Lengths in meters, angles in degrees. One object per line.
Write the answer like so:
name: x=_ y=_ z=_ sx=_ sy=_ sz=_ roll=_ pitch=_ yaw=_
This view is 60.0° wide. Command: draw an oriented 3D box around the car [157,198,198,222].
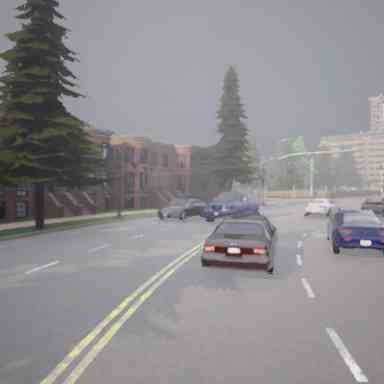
car: x=-0.553 y=1.171 z=23.447 sx=2.128 sy=1.511 sz=4.902 roll=1 pitch=1 yaw=29

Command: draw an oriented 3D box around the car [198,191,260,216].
car: x=2.835 y=0.940 z=22.382 sx=2.150 sy=2.045 sz=5.566 roll=1 pitch=0 yaw=30

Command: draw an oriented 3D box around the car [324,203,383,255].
car: x=6.187 y=1.392 z=12.564 sx=1.812 sy=1.442 sz=4.674 roll=0 pitch=1 yaw=19

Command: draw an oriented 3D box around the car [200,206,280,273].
car: x=1.680 y=1.416 z=10.347 sx=2.033 sy=1.411 sz=5.357 roll=1 pitch=1 yaw=16

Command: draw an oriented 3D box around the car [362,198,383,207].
car: x=15.156 y=1.215 z=27.185 sx=2.128 sy=1.511 sz=4.902 roll=1 pitch=1 yaw=38

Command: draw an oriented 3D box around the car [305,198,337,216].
car: x=10.621 y=1.224 z=27.056 sx=1.812 sy=1.442 sz=4.674 roll=1 pitch=1 yaw=37
